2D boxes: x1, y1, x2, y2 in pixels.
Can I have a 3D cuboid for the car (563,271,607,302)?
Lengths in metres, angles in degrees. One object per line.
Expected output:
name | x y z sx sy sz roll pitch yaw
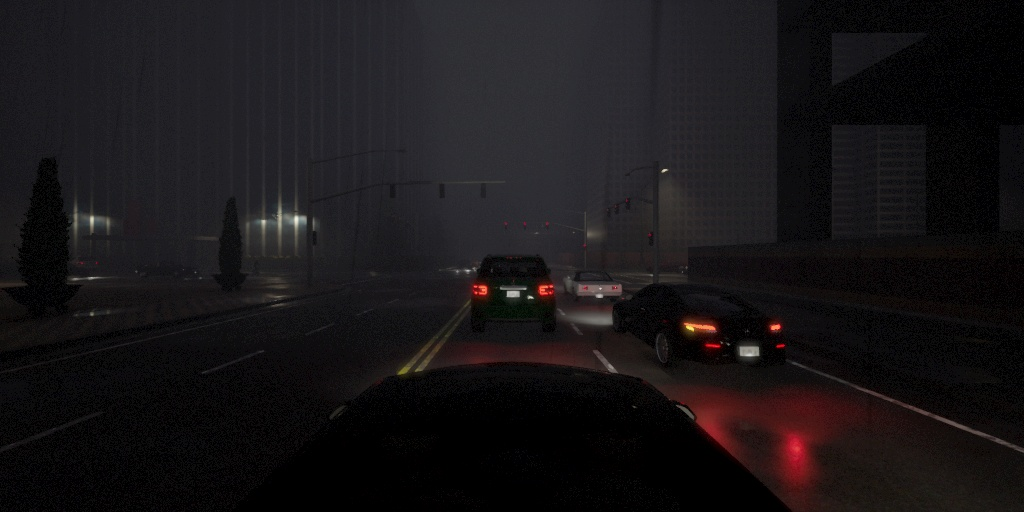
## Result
car | 3.593 1.351 16.887 1.895 1.301 4.718 0 0 0

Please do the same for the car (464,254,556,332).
car | 0.057 0.971 10.968 2.150 2.045 5.566 0 0 1

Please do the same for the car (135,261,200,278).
car | -31.588 1.241 32.987 4.902 1.511 2.128 0 0 0

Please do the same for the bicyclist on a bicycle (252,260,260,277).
bicyclist on a bicycle | -24.647 1.203 34.507 0.582 1.620 1.656 0 0 -13

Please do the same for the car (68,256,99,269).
car | -49.787 0.971 40.068 5.566 2.045 2.150 0 0 0

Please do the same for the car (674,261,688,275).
car | 19.875 1.351 37.123 4.718 1.301 1.895 0 0 1

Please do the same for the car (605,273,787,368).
car | 3.589 1.276 7.725 1.812 1.442 4.674 0 0 0

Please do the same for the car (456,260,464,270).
car | -7.062 1.276 53.684 1.812 1.442 4.674 0 0 0

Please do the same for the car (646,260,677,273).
car | 17.806 1.228 40.636 5.008 1.535 1.882 0 0 0

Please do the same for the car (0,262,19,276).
car | -50.681 1.314 36.518 4.181 1.385 1.994 0 0 3

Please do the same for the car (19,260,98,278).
car | -41.555 1.314 32.939 4.181 1.385 1.994 0 0 0

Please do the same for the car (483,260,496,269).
car | -3.552 1.351 57.465 1.895 1.301 4.718 0 0 0

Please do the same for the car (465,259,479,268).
car | -7.028 1.228 63.020 1.882 1.535 5.008 0 0 0
